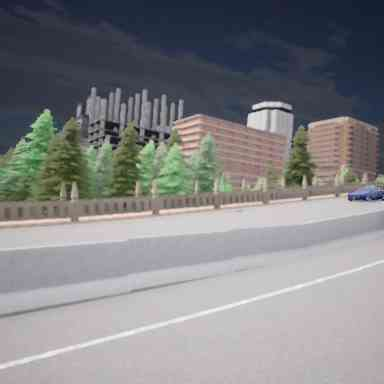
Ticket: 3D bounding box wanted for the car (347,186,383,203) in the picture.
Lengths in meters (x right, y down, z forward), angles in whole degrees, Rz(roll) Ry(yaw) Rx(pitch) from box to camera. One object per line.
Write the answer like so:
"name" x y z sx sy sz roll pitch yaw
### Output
"car" 17.468 0.180 33.143 5.008 1.535 1.882 -4 2 -35
